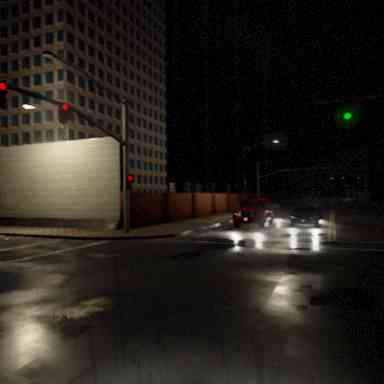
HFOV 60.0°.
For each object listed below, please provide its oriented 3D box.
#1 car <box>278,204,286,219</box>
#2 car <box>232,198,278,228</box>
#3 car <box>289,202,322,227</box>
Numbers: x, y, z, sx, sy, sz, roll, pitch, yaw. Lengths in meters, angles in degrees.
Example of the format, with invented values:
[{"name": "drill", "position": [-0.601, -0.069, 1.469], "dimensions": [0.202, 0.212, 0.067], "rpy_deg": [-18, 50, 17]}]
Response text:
[{"name": "car", "position": [8.374, 1.929, 33.716], "dimensions": [1.994, 1.385, 4.181], "rpy_deg": [-1, -1, 23]}, {"name": "car", "position": [4.736, 1.515, 25.079], "dimensions": [2.150, 2.045, 5.566], "rpy_deg": [-1, -1, 24]}, {"name": "car", "position": [8.631, 1.767, 25.297], "dimensions": [1.837, 1.490, 4.892], "rpy_deg": [-1, -1, 23]}]
